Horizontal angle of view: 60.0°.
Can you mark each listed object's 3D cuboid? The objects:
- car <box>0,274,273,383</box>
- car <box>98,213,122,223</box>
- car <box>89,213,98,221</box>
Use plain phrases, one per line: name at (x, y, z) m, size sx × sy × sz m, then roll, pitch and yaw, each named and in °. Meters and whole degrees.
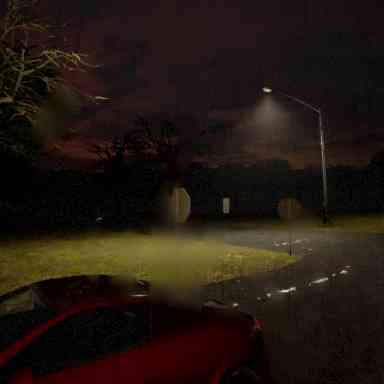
car at (-1.231, 1.562, 3.005) m, size 4.181 × 1.385 × 1.994 m, roll 0°, pitch 0°, yaw -36°
car at (-13.232, 4.266, 54.861) m, size 2.033 × 1.411 × 5.357 m, roll -1°, pitch -2°, yaw -34°
car at (-17.242, 4.499, 60.632) m, size 2.128 × 1.511 × 4.902 m, roll -1°, pitch -1°, yaw -35°
